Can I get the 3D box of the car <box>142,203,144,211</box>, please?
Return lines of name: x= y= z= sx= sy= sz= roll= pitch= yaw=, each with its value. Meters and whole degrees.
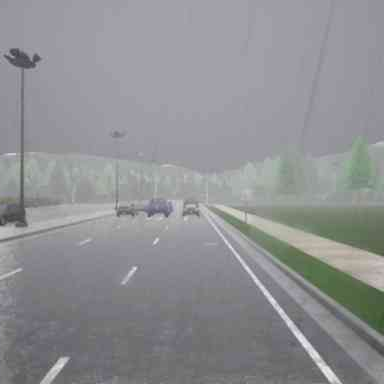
car: x=-7.122 y=2.175 z=47.335 sx=1.994 sy=1.385 sz=4.181 roll=0 pitch=-1 yaw=0

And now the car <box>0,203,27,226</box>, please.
car: x=-15.085 y=1.695 z=26.312 sx=2.097 sy=1.767 sz=4.553 roll=0 pitch=-1 yaw=0

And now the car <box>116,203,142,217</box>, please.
car: x=-7.091 y=1.983 z=36.983 sx=1.837 sy=1.490 sz=4.892 roll=0 pitch=-1 yaw=0

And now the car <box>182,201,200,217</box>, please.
car: x=-0.091 y=2.003 z=37.069 sx=1.812 sy=1.442 sz=4.674 roll=0 pitch=-1 yaw=0

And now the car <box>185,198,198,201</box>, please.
car: x=-0.123 y=1.827 z=47.137 sx=2.150 sy=2.045 sz=5.566 roll=0 pitch=-1 yaw=-1

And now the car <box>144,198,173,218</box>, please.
car: x=-3.591 y=1.695 z=36.730 sx=2.150 sy=2.045 sz=5.566 roll=0 pitch=-1 yaw=0
